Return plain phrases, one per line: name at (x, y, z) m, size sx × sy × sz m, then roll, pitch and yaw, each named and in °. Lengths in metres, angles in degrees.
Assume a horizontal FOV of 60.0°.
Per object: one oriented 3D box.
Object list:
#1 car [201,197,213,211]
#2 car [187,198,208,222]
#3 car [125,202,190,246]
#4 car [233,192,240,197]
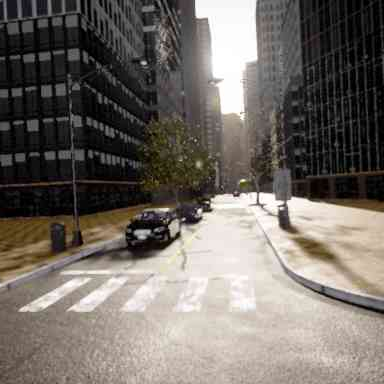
car at (1.309, 1.360, 37.013) m, size 1.837 × 1.490 × 4.892 m, roll -3°, pitch 0°, yaw 8°
car at (-0.237, 1.497, 26.155) m, size 2.033 × 1.411 × 5.357 m, roll -3°, pitch 0°, yaw 8°
car at (-1.694, 1.534, 15.874) m, size 2.128 × 1.511 × 4.902 m, roll -3°, pitch 0°, yaw 8°
car at (12.456, 0.817, 93.745) m, size 1.994 × 1.385 × 4.181 m, roll -3°, pitch 0°, yaw 8°
